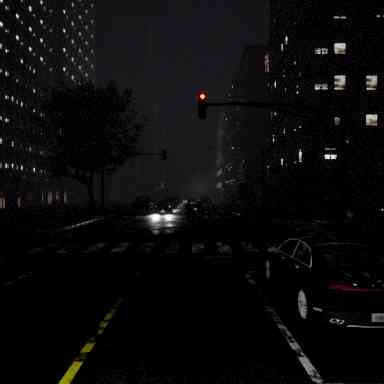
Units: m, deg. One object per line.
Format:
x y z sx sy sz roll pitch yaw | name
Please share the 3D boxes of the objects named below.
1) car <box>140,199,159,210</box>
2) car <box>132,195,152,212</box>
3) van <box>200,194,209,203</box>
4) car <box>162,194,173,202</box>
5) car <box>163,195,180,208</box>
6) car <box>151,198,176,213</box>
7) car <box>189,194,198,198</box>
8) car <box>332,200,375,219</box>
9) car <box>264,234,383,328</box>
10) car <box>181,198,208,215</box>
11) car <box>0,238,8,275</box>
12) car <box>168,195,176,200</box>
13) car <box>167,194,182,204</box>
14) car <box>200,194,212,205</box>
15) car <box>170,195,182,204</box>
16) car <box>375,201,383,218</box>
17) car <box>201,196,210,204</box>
-5.697 1.592 44.822 1.947 1.339 4.313 0 0 0 | car
-5.696 1.336 39.299 2.192 1.841 5.009 0 0 0 | car
2.681 1.402 72.438 1.690 1.788 3.998 0 0 0 | van
-5.700 1.386 77.959 2.192 1.841 5.009 0 0 0 | car
-3.104 1.554 46.263 1.812 1.442 4.674 0 0 0 | car
-3.093 1.620 37.150 1.895 1.301 4.718 0 0 -1 | car
0.091 1.656 68.903 1.895 1.301 4.718 0 0 0 | car
13.423 1.350 26.319 4.403 1.369 2.008 -1 1 -1 | car
2.688 1.551 6.912 2.008 1.369 4.403 0 0 0 | car
0.211 1.580 33.735 1.994 1.385 4.181 0 0 -3 | car
-5.692 1.545 6.911 1.887 1.381 4.507 0 0 0 | car
-5.702 1.654 94.528 2.008 1.369 4.403 0 0 0 | car
-3.091 1.563 55.442 1.812 1.442 4.674 0 0 0 | car
2.683 1.611 61.391 1.947 1.339 4.313 0 0 0 | car
-3.049 1.402 65.160 2.097 1.767 4.553 0 0 0 | car
16.134 1.363 23.766 4.718 1.301 1.895 -1 0 -1 | car
2.682 1.578 67.084 1.752 1.417 4.829 0 0 0 | car
